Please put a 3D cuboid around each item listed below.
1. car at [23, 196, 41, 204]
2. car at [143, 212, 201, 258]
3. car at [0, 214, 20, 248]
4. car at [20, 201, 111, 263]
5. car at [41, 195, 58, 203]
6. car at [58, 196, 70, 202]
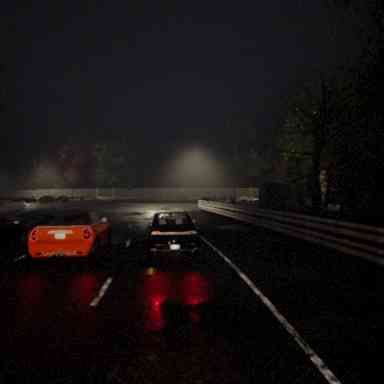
[{"bbox_3d":[-34.812,1.684,71.124,2.128,1.511,4.902,0,0,-45],"label":"car"},{"bbox_3d":[-0.816,1.503,12.796,2.128,1.511,4.902,0,0,-7],"label":"car"},{"bbox_3d":[-7.828,1.533,12.478,2.128,1.511,4.902,0,0,-7],"label":"car"},{"bbox_3d":[-4.292,1.376,12.322,2.097,1.767,4.553,0,0,-7],"label":"car"},{"bbox_3d":[-32.209,1.499,73.465,2.097,1.767,4.553,0,0,-45],"label":"car"},{"bbox_3d":[-29.646,1.630,75.848,1.837,1.490,4.892,0,0,-45],"label":"car"}]
